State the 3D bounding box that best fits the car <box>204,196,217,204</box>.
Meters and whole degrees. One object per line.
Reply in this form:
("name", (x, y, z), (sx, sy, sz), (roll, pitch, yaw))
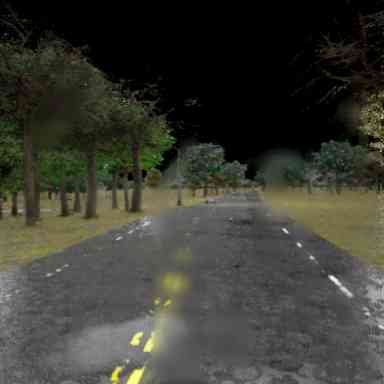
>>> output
("car", (3.474, 1.485, 61.345), (1.837, 1.490, 4.892), (0, 0, 9))
